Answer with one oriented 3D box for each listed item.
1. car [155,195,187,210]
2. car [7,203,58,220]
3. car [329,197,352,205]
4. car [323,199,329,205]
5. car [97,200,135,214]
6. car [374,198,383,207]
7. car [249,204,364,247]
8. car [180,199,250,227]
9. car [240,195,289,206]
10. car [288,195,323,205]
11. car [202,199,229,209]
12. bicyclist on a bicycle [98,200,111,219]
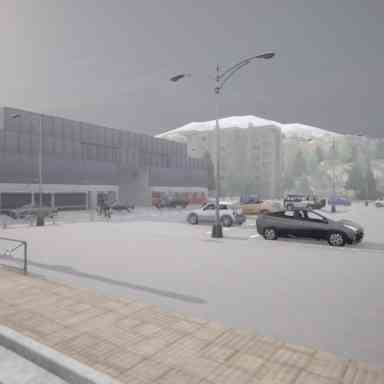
[{"bbox_3d":[-2.776,1.398,47.067,2.150,2.045,5.566,0,0,36],"label":"car"},{"bbox_3d":[-14.562,1.740,30.518,1.994,1.385,4.181,0,0,35],"label":"car"},{"bbox_3d":[24.601,1.565,55.445,3.633,1.501,1.845,0,0,35],"label":"car"},{"bbox_3d":[13.727,1.289,40.375,4.605,1.855,1.932,0,0,35],"label":"car"},{"bbox_3d":[-8.805,1.668,38.616,2.128,1.511,4.902,0,0,35],"label":"car"},{"bbox_3d":[28.925,1.576,48.718,3.806,1.475,1.970,0,0,35],"label":"car"},{"bbox_3d":[5.143,1.490,14.850,4.514,1.523,2.007,0,0,35],"label":"car"},{"bbox_3d":[1.518,1.424,21.918,3.806,1.475,1.970,0,0,35],"label":"car"},{"bbox_3d":[4.971,1.345,27.337,5.027,1.636,2.152,0,0,35],"label":"car"},{"bbox_3d":[12.380,1.268,37.767,3.866,1.878,1.905,0,0,35],"label":"car"},{"bbox_3d":[3.528,1.777,49.597,1.895,1.301,4.718,0,0,35],"label":"car"},{"bbox_3d":[-7.316,1.477,27.796,1.656,1.620,0.582,0,0,35],"label":"bicyclist on a bicycle"}]
